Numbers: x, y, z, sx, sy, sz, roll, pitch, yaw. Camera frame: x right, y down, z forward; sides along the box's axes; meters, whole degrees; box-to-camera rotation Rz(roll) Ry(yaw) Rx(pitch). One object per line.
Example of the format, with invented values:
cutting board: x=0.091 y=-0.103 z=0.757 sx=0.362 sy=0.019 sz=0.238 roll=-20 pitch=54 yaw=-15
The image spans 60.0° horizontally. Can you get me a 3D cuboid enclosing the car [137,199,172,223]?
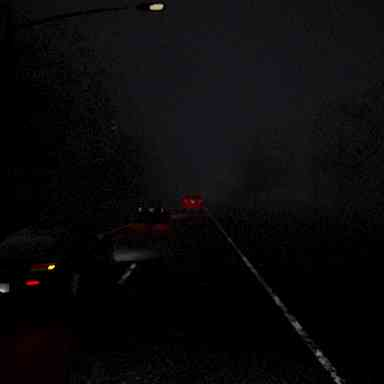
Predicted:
car: x=-2.754 y=1.276 z=25.212 sx=2.097 sy=1.767 sz=4.553 roll=0 pitch=0 yaw=2

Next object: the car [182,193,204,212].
car: x=0.088 y=1.114 z=36.833 sx=2.150 sy=2.045 sz=5.566 roll=0 pitch=0 yaw=0

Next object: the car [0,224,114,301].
car: x=-3.288 y=1.500 z=8.125 sx=1.812 sy=1.442 sz=4.674 roll=0 pitch=0 yaw=1

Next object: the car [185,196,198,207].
car: x=-0.011 y=1.385 z=47.962 sx=1.812 sy=1.442 sz=4.674 roll=0 pitch=0 yaw=0
